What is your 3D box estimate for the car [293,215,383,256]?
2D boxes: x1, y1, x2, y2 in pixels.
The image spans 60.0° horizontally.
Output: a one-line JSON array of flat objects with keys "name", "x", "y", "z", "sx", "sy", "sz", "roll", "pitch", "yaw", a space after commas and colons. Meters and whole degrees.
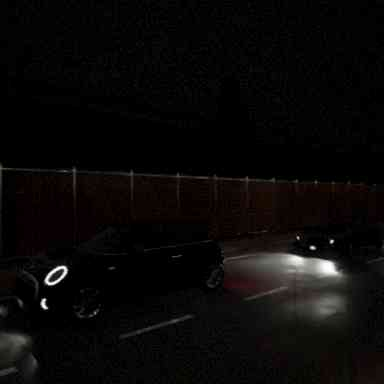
[{"name": "car", "x": 6.531, "y": 1.700, "z": 14.072, "sx": 5.357, "sy": 1.411, "sz": 2.033, "roll": 0, "pitch": -1, "yaw": -40}]

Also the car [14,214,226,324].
[{"name": "car", "x": -1.389, "y": 1.446, "z": 7.499, "sx": 4.553, "sy": 1.767, "sz": 2.097, "roll": 0, "pitch": -1, "yaw": -40}]
